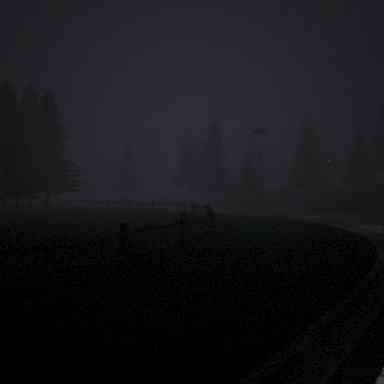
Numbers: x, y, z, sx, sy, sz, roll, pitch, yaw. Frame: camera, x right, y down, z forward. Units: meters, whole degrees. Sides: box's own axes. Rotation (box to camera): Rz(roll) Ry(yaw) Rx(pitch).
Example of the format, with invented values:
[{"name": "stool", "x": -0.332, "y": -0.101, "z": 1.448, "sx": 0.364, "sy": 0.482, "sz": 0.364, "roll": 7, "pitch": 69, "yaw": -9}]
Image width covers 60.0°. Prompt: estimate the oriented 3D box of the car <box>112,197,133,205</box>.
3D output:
[{"name": "car", "x": -13.343, "y": 1.742, "z": 63.549, "sx": 4.892, "sy": 1.490, "sz": 1.837, "roll": 0, "pitch": 0, "yaw": 37}]
